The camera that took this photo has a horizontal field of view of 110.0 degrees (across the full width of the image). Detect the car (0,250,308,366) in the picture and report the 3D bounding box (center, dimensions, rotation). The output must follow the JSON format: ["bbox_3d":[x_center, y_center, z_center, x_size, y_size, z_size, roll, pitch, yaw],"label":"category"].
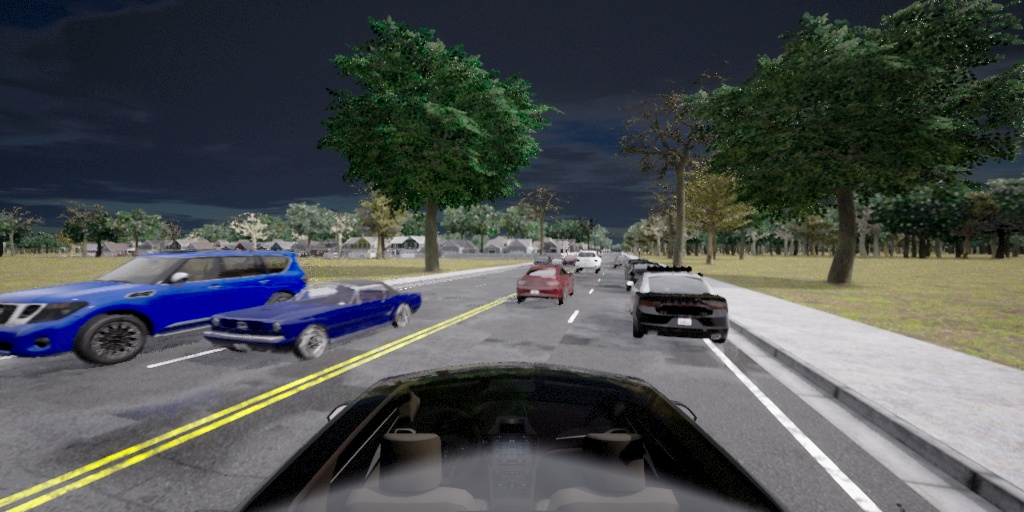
[{"bbox_3d":[-7.509,0.880,8.326,2.150,2.045,5.566,0,1,17],"label":"car"}]

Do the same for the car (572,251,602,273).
[{"bbox_3d":[7.584,0.542,35.328,2.150,2.045,5.566,0,0,17],"label":"car"}]

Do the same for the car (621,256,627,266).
[{"bbox_3d":[8.743,0.959,24.839,1.837,1.490,4.892,0,1,17],"label":"car"}]

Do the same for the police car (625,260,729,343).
[{"bbox_3d":[4.180,1.072,9.618,1.930,1.638,5.238,0,1,17],"label":"police car"}]

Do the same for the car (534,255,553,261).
[{"bbox_3d":[4.159,0.681,47.227,1.837,1.490,4.892,0,1,17],"label":"car"}]

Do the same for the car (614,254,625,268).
[{"bbox_3d":[13.594,0.765,44.389,2.033,1.411,5.357,0,1,17],"label":"car"}]

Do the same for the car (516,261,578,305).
[{"bbox_3d":[1.487,1.101,15.000,1.812,1.442,4.674,0,1,17],"label":"car"}]

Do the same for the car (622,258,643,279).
[{"bbox_3d":[7.020,1.031,19.092,1.837,1.490,4.892,0,1,17],"label":"car"}]

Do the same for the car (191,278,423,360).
[{"bbox_3d":[-4.098,1.260,8.384,1.895,1.301,4.718,0,1,17],"label":"car"}]

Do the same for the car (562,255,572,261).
[{"bbox_3d":[7.925,0.642,48.462,1.882,1.535,5.008,0,0,17],"label":"car"}]
